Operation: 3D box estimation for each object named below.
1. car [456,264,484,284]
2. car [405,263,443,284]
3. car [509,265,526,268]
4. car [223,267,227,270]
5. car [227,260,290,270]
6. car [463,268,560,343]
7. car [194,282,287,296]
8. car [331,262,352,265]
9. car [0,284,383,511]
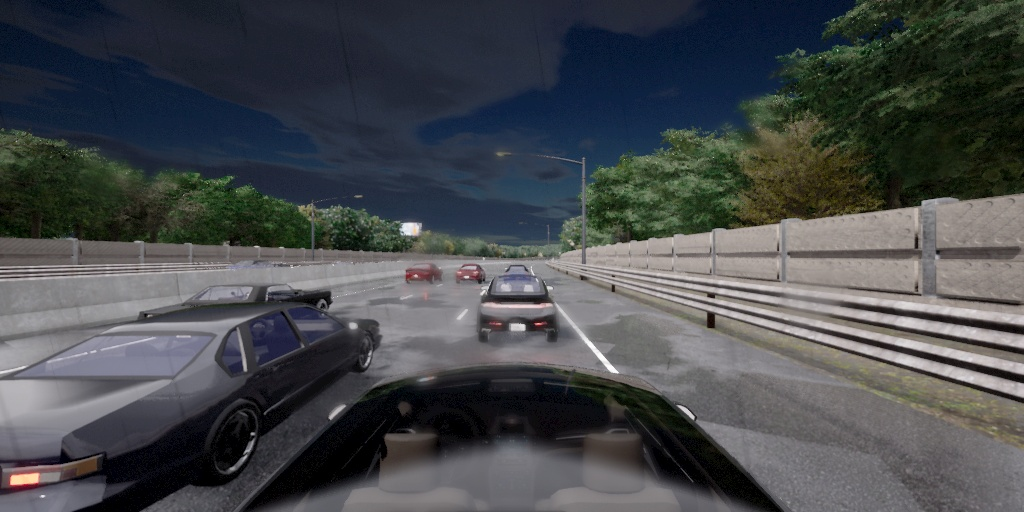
[{"bbox_3d":[-3.103,1.315,27.358,1.812,1.442,4.674,0,0,1],"label":"car"},{"bbox_3d":[-6.595,1.265,27.364,1.882,1.535,5.008,0,0,1],"label":"car"},{"bbox_3d":[0.394,1.353,26.746,1.994,1.385,4.181,0,0,1],"label":"car"},{"bbox_3d":[-24.158,1.145,33.014,2.097,1.767,4.553,0,0,2],"label":"car"},{"bbox_3d":[-20.732,1.279,30.195,2.128,1.511,4.902,0,0,1],"label":"car"},{"bbox_3d":[0.144,1.250,9.734,2.128,1.511,4.902,0,0,0],"label":"car"},{"bbox_3d":[-6.859,1.358,9.745,1.895,1.301,4.718,0,0,0],"label":"car"},{"bbox_3d":[-17.084,1.353,35.867,2.033,1.411,5.357,0,0,2],"label":"car"},{"bbox_3d":[-3.376,1.299,4.528,2.033,1.411,5.357,0,0,-1],"label":"car"}]
